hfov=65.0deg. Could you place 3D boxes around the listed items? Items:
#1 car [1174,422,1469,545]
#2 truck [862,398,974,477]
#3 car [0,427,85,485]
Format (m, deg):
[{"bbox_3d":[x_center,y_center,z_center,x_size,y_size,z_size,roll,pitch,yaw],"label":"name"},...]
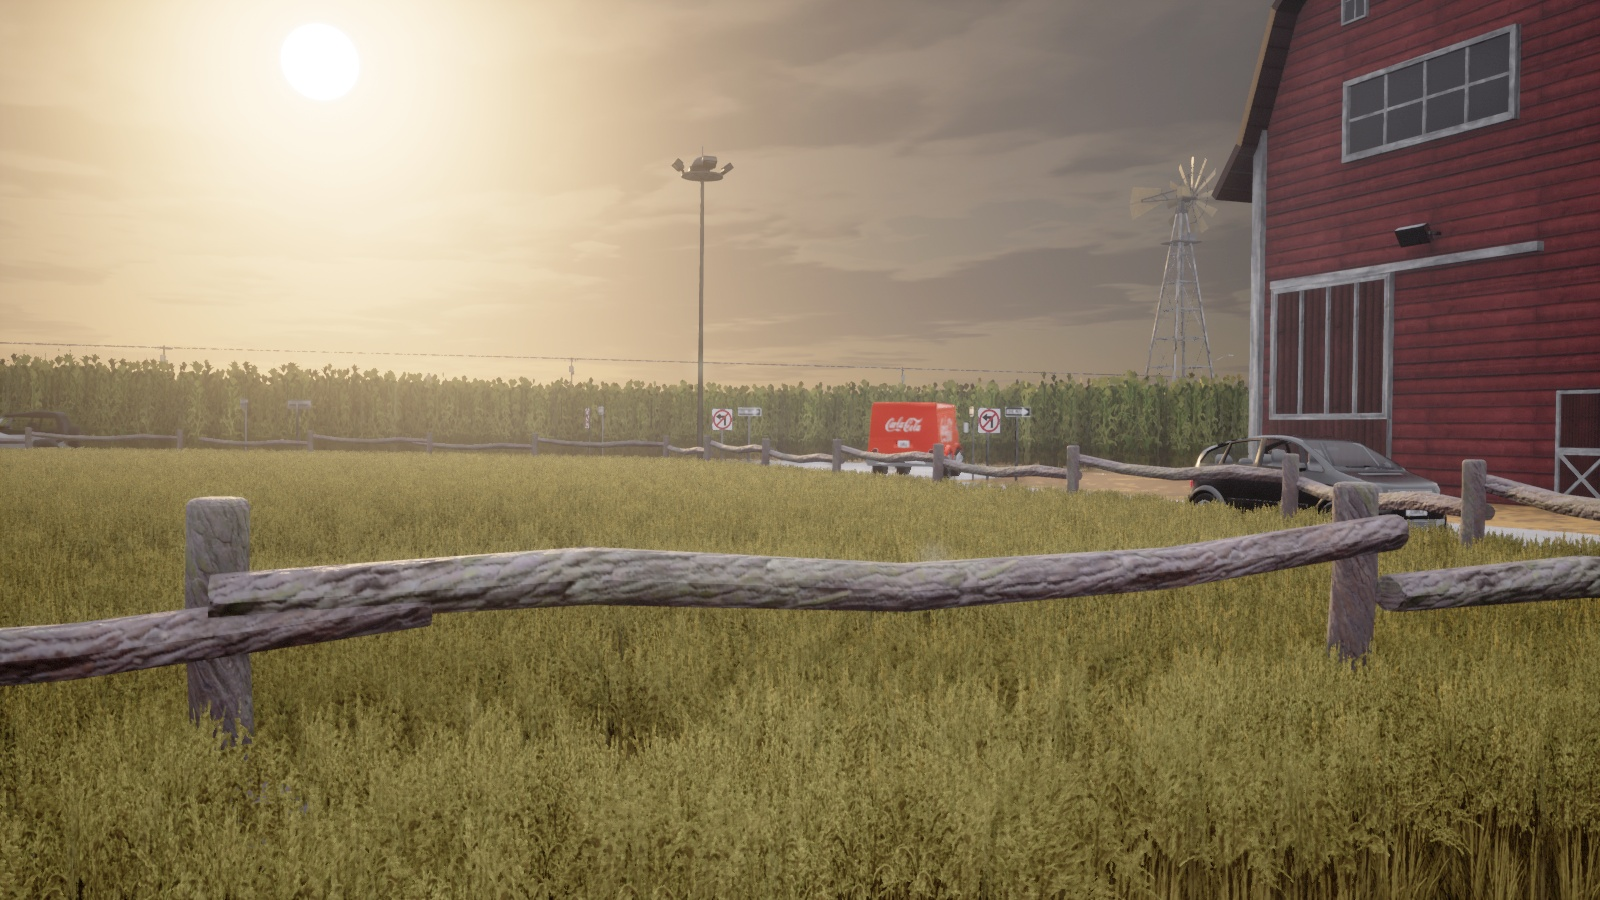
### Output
[{"bbox_3d":[7.318,0.405,17.988,1.789,1.549,3.705,-1,1,-23],"label":"car"},{"bbox_3d":[4.038,-0.416,41.989,2.627,2.467,5.204,0,1,18],"label":"truck"},{"bbox_3d":[-26.368,0.182,42.074,3.866,1.878,1.905,-1,1,-19],"label":"car"}]
